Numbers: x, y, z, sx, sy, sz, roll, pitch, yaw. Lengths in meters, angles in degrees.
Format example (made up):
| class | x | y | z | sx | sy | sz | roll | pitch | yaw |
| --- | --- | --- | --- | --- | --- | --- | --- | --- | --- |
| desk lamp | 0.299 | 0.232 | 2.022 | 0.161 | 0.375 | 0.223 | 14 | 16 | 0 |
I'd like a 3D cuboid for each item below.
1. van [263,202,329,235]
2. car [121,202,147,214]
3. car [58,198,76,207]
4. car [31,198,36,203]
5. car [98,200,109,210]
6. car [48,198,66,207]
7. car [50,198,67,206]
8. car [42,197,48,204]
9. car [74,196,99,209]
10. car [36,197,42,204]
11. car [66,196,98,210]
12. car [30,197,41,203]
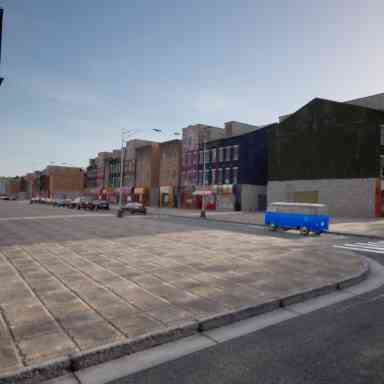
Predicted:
| class | x | y | z | sx | sy | sz | roll | pitch | yaw |
| --- | --- | --- | --- | --- | --- | --- | --- | --- | --- |
| van | 6.182 | 1.555 | 20.008 | 1.690 | 1.788 | 3.998 | 3 | -2 | -36 |
| car | -6.627 | 1.808 | 37.733 | 1.802 | 1.307 | 4.206 | 3 | -2 | -36 |
| car | -22.627 | 1.842 | 59.896 | 1.887 | 1.381 | 4.507 | 3 | -2 | -36 |
| car | -35.425 | 1.837 | 77.627 | 1.967 | 1.590 | 4.097 | 3 | -2 | -36 |
| car | -13.026 | 1.813 | 46.598 | 1.947 | 1.339 | 4.313 | 3 | -2 | -36 |
| car | -20.689 | 1.709 | 52.716 | 2.033 | 1.411 | 5.357 | 3 | -2 | -36 |
| car | -25.827 | 1.886 | 64.327 | 1.947 | 1.339 | 4.313 | 3 | -2 | -36 |
| car | -29.126 | 1.870 | 68.898 | 1.752 | 1.417 | 4.829 | 3 | -2 | -36 |
| car | -16.218 | 1.577 | 51.037 | 2.192 | 1.841 | 5.009 | 3 | -2 | -36 |
| car | -32.229 | 1.951 | 73.192 | 1.802 | 1.307 | 4.206 | 3 | -2 | -36 |
| car | -14.860 | 1.489 | 44.745 | 2.097 | 1.767 | 4.553 | 3 | -2 | -35 |
| car | -38.630 | 2.010 | 82.055 | 1.802 | 1.307 | 4.206 | 3 | -2 | -36 |
